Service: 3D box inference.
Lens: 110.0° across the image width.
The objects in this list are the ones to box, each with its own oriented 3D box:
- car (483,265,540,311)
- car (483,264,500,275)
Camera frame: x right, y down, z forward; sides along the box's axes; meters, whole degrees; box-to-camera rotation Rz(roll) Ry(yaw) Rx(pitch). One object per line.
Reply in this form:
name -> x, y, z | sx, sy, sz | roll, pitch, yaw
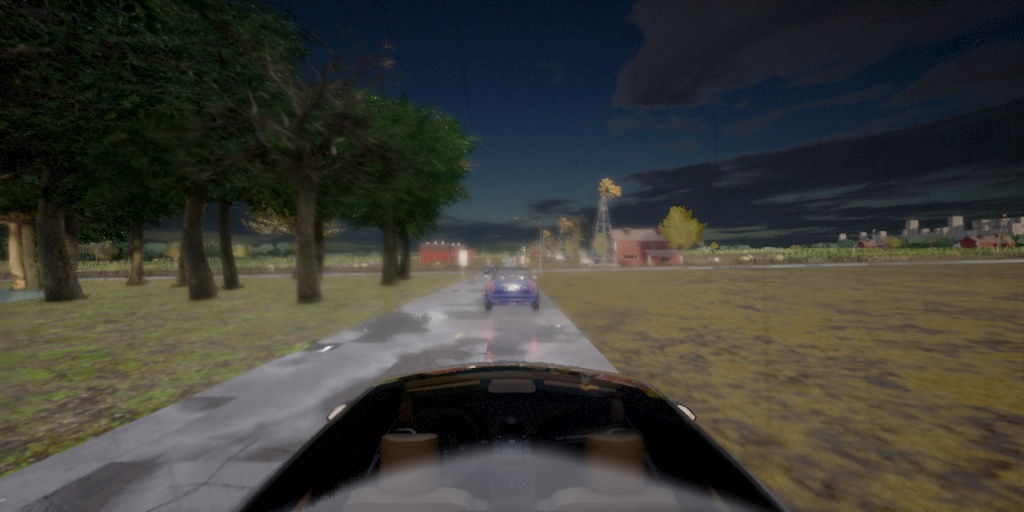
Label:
car -> 0.021, 1.234, 15.263 | 2.097, 1.767, 4.553 | 0, -1, 0
car -> -2.769, 1.837, 48.393 | 1.994, 1.385, 4.181 | 0, -1, 0
